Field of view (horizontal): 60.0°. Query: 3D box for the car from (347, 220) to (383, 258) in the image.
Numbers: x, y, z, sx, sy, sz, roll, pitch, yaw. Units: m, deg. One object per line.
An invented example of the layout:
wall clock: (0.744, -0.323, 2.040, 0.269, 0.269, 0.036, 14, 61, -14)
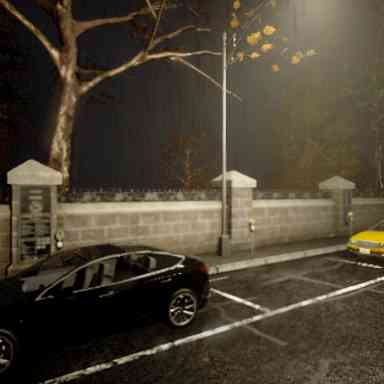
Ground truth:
car: (7.374, 1.526, 11.816, 4.829, 1.417, 1.752, 0, 0, -35)

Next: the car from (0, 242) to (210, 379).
car: (-1.656, 1.566, 5.376, 4.313, 1.339, 1.947, 0, 0, -35)
